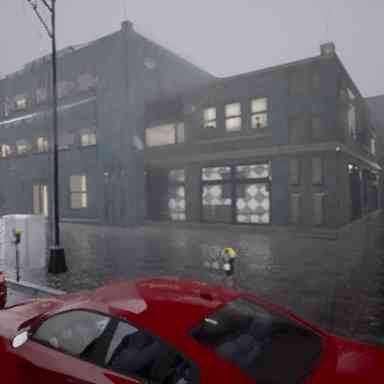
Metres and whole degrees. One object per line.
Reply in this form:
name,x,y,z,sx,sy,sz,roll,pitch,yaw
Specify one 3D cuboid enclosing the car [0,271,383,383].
car,-0.503,1.542,3.205,4.507,1.381,1.887,0,-1,34
